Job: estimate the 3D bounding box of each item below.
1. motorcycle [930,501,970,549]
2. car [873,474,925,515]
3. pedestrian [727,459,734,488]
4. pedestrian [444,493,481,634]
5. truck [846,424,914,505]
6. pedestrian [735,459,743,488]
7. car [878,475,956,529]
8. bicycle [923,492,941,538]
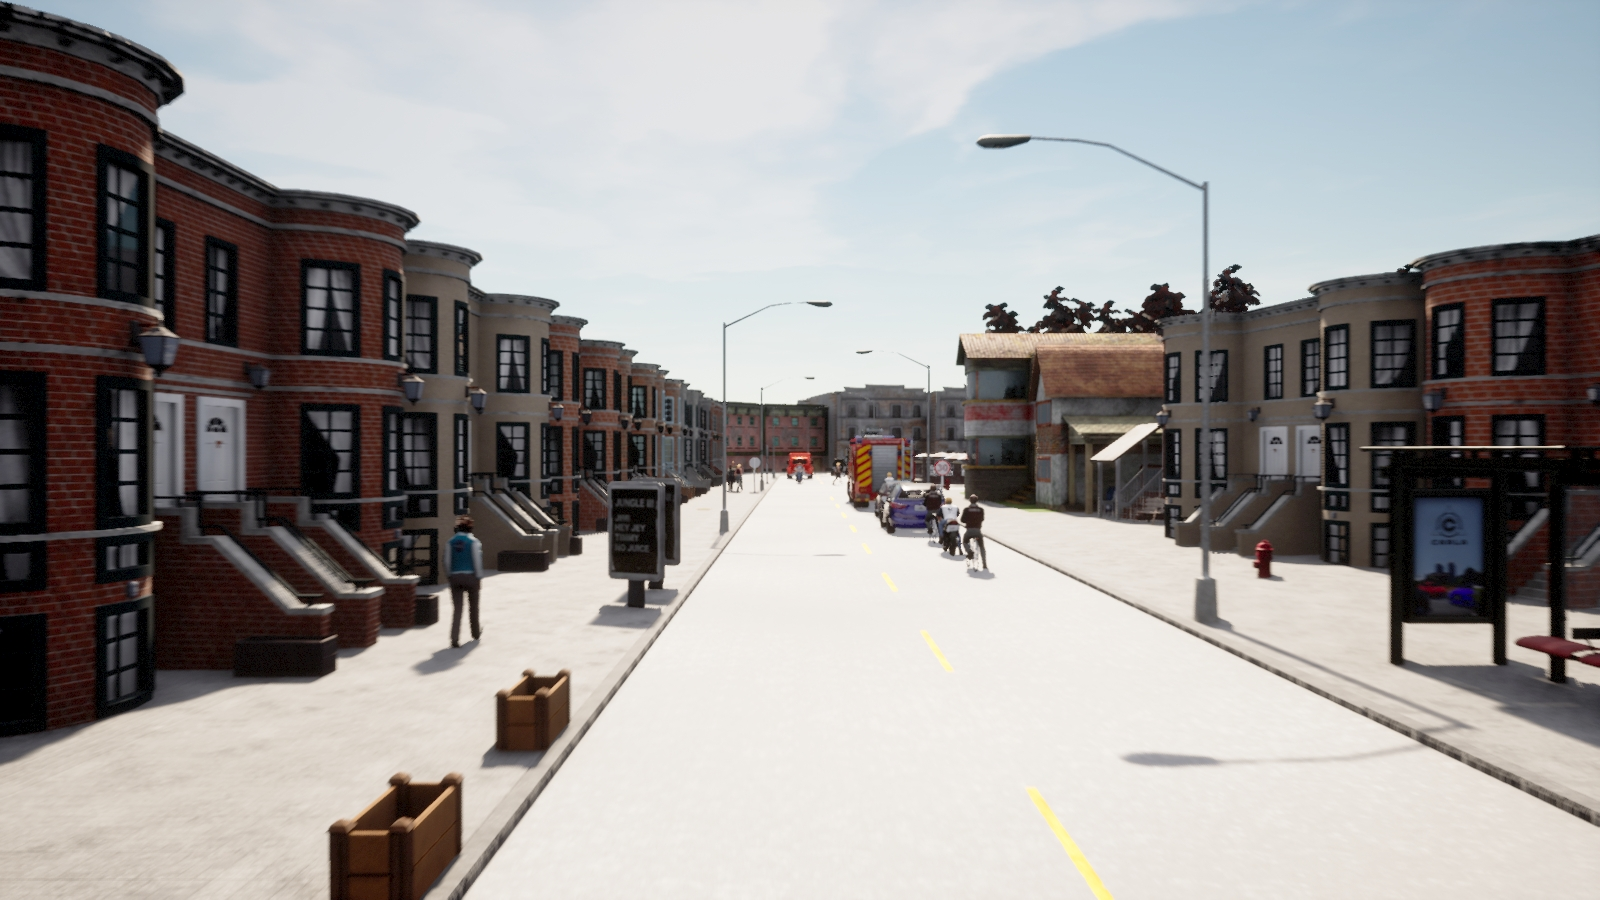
[{"bbox_3d":[3.996,1.993,30.630,0.803,1.145,2.033,0,0,0],"label":"motorcycle"},{"bbox_3d":[3.999,1.800,46.805,1.789,1.549,3.705,0,0,0],"label":"car"},{"bbox_3d":[-4.498,1.524,73.716,0.375,1.860,0.375,0,0,11],"label":"pedestrian"},{"bbox_3d":[-4.565,1.525,15.469,0.375,1.860,0.375,0,0,5],"label":"pedestrian"},{"bbox_3d":[3.986,0.671,58.464,2.891,3.827,8.468,0,0,0],"label":"truck"},{"bbox_3d":[-3.902,1.523,73.142,0.375,1.860,0.375,0,0,19],"label":"pedestrian"},{"bbox_3d":[3.995,1.747,39.794,2.242,1.667,4.611,0,0,0],"label":"car"},{"bbox_3d":[3.988,1.940,34.542,0.329,1.271,1.835,0,0,0],"label":"bicycle"}]
